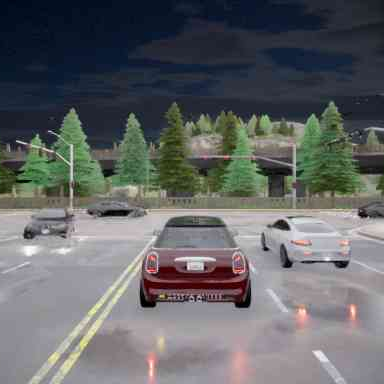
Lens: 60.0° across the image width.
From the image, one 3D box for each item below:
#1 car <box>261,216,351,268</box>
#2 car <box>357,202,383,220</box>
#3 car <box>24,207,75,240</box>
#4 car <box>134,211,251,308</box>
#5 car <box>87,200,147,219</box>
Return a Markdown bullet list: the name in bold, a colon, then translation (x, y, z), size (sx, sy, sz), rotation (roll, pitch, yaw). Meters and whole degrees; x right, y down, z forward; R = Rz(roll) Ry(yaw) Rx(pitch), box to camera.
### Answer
- **car**: translation (3.602, 1.526, 11.139), size (1.812, 1.442, 4.674), rotation (0, 0, 0)
- **car**: translation (15.872, 1.508, 27.289), size (4.181, 1.385, 1.994), rotation (0, 0, 1)
- **car**: translation (-7.144, 1.525, 17.238), size (1.812, 1.442, 4.674), rotation (1, 0, -14)
- **car**: translation (0.083, 1.352, 8.094), size (2.097, 1.767, 4.553), rotation (0, 0, 1)
- **car**: translation (-6.178, 1.454, 27.647), size (4.902, 1.511, 2.128), rotation (0, 0, 1)
